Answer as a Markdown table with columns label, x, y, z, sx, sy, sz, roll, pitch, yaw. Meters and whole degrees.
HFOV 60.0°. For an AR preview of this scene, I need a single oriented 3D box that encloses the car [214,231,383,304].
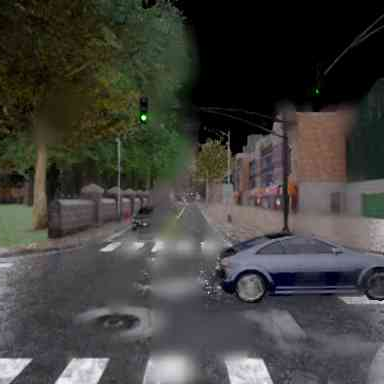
| label | x | y | z | sx | sy | sz | roll | pitch | yaw |
| --- | --- | --- | --- | --- | --- | --- | --- | --- | --- |
| car | 2.605 | 1.633 | 7.780 | 4.181 | 1.385 | 1.994 | -1 | -2 | 0 |

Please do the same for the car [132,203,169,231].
| label | x | y | z | sx | sy | sz | roll | pitch | yaw |
| --- | --- | --- | --- | --- | --- | --- | --- | --- | --- |
| car | -2.882 | 1.748 | 22.748 | 1.837 | 1.490 | 4.892 | 0 | 0 | 0 |

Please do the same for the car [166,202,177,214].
| label | x | y | z | sx | sy | sz | roll | pitch | yaw |
| --- | --- | --- | --- | --- | --- | --- | --- | --- | --- |
| car | -2.891 | 2.039 | 42.526 | 2.033 | 1.411 | 5.357 | 0 | -1 | 0 |
